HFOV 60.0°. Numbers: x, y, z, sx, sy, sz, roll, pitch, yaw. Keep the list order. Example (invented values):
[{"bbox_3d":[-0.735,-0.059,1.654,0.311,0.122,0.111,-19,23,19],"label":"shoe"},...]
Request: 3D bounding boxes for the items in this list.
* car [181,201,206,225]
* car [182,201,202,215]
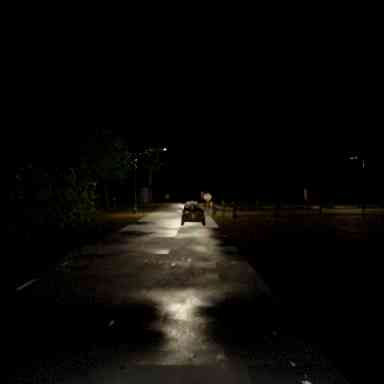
[{"bbox_3d":[0.094,1.653,25.612,1.801,1.575,5.366,0,0,0],"label":"car"},{"bbox_3d":[0.023,1.803,38.374,2.163,1.488,4.792,0,-1,-1],"label":"car"}]
